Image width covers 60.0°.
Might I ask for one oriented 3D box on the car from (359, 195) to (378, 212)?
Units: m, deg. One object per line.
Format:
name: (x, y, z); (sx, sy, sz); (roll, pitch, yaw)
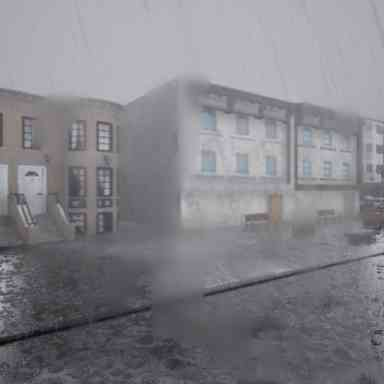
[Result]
car: (16.897, 1.105, 35.065); (1.905, 1.878, 3.866); (0, 0, -26)

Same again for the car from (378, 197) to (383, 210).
car: (19.286, 1.198, 37.057); (2.242, 1.667, 4.611); (0, 0, -26)
